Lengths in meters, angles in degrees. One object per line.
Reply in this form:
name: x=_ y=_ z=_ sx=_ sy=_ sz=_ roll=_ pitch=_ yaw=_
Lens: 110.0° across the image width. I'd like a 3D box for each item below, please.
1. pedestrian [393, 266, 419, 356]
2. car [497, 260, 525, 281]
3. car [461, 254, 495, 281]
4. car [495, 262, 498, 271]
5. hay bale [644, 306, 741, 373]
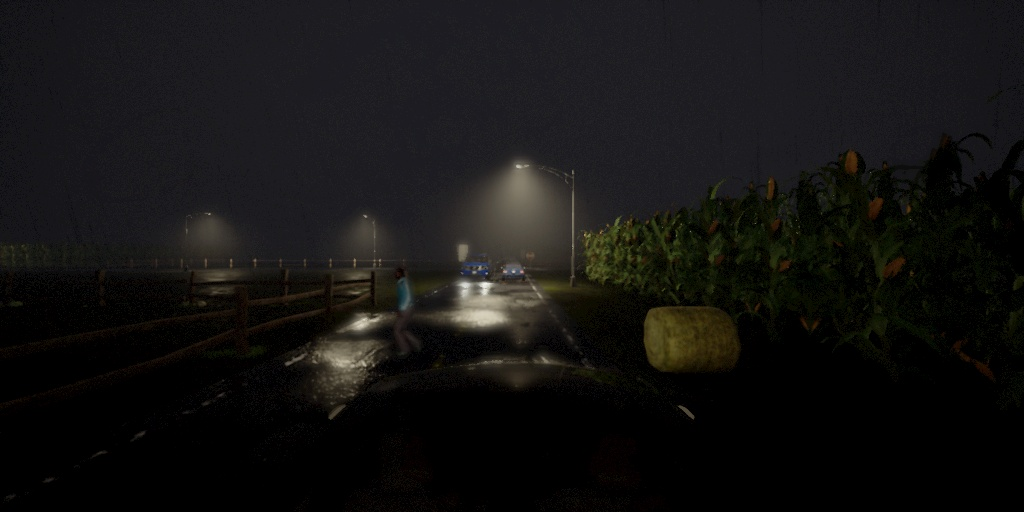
pedestrian: x=-2.126 y=1.028 z=7.055 sx=0.375 sy=1.860 sz=0.375 roll=-1 pitch=1 yaw=-5
car: x=0.101 y=1.209 z=29.212 sx=2.033 sy=1.411 sz=5.357 roll=0 pitch=0 yaw=0
car: x=-2.816 y=0.881 z=29.718 sx=2.150 sy=2.045 sz=5.566 roll=0 pitch=0 yaw=0
car: x=-0.828 y=1.172 z=43.372 sx=1.994 sy=1.385 sz=4.181 roll=0 pitch=0 yaw=-14
hay bale: x=3.126 y=1.391 z=6.400 sx=1.220 sy=1.180 sz=1.240 roll=0 pitch=0 yaw=0
